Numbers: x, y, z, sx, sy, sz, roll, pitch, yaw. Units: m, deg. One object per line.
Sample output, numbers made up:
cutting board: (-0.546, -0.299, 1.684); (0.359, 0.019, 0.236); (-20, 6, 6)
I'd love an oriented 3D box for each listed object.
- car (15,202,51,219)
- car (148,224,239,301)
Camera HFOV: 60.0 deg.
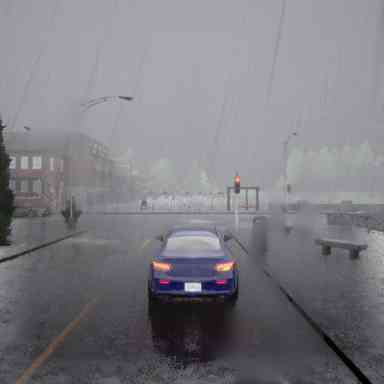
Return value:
car: (-14.206, 1.564, 28.028); (4.181, 1.385, 1.994); (0, 0, 0)
car: (0.041, 1.526, 8.225); (1.812, 1.442, 4.674); (0, 0, 1)
